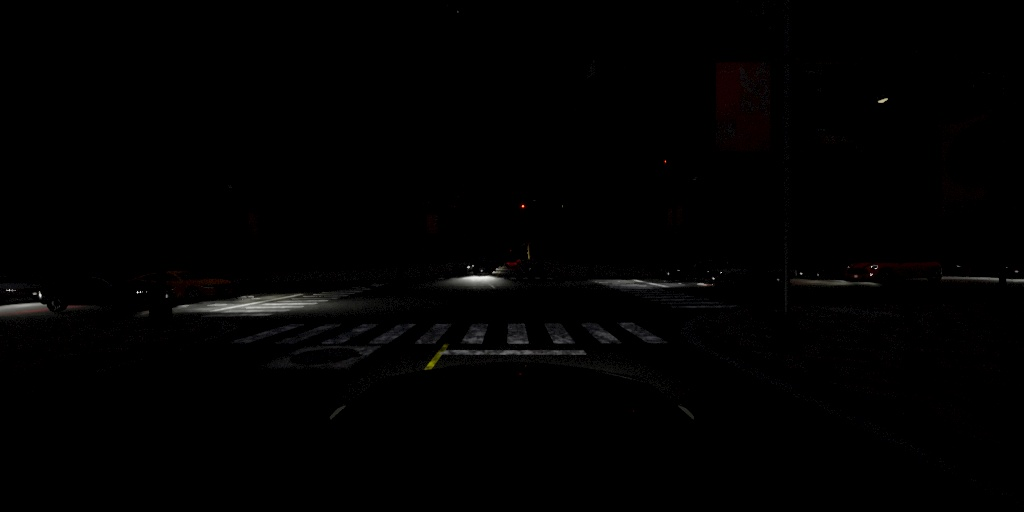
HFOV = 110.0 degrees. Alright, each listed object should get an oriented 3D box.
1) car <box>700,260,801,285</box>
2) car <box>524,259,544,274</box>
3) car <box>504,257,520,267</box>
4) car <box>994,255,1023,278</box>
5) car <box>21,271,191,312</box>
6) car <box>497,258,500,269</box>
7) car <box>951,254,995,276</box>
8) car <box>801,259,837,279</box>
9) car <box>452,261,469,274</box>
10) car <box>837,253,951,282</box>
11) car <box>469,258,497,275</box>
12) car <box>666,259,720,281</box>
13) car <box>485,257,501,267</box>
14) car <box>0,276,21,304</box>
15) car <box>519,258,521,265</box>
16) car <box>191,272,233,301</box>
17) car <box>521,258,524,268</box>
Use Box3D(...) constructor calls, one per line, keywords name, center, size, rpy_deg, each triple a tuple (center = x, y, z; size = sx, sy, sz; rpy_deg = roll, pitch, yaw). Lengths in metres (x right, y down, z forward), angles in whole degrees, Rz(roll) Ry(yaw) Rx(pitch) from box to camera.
Box3D(name="car", center=(14.831, 1.059, 22.489), size=(4.718, 1.301, 1.895), rpy_deg=(-1, 0, 0))
Box3D(name="car", center=(2.740, 1.305, 41.206), size=(2.007, 1.370, 4.403), rpy_deg=(0, 0, 0))
Box3D(name="car", center=(-0.035, 1.365, 64.875), size=(1.895, 1.301, 4.718), rpy_deg=(0, 0, 0))
Box3D(name="car", center=(33.985, 0.651, 22.501), size=(4.674, 1.442, 1.812), rpy_deg=(-1, 0, 0))
Box3D(name="car", center=(-17.624, 1.546, 15.751), size=(4.902, 1.511, 2.128), rpy_deg=(-1, 0, 2))
Box3D(name="car", center=(-3.156, 1.305, 48.995), size=(2.033, 1.411, 5.357), rpy_deg=(0, 0, 0))
Box3D(name="car", center=(33.228, 0.611, 25.755), size=(5.008, 1.535, 1.882), rpy_deg=(-1, 0, 0))
Box3D(name="car", center=(22.960, 0.911, 25.750), size=(4.718, 1.301, 1.895), rpy_deg=(-1, 0, 0))
Box3D(name="car", center=(-5.785, 1.305, 41.169), size=(2.007, 1.370, 4.403), rpy_deg=(0, 0, 0))
Box3D(name="car", center=(23.806, 0.652, 22.499), size=(4.553, 1.767, 2.097), rpy_deg=(-1, 0, 0))
Box3D(name="car", center=(-3.110, 1.246, 39.137), size=(2.128, 1.511, 4.902), rpy_deg=(0, 0, 0))
Box3D(name="car", center=(13.693, 0.965, 25.748), size=(4.902, 1.511, 2.128), rpy_deg=(-1, 0, 0))
Box3D(name="car", center=(-3.191, 1.287, 58.933), size=(1.812, 1.442, 4.674), rpy_deg=(0, 0, 0))
Box3D(name="car", center=(-27.620, 1.763, 18.979), size=(4.674, 1.442, 1.812), rpy_deg=(-1, 0, 0))
Box3D(name="car", center=(2.664, 1.311, 57.539), size=(2.007, 1.370, 4.403), rpy_deg=(0, 0, 0))
Box3D(name="car", center=(-17.646, 1.528, 18.995), size=(5.008, 1.535, 1.882), rpy_deg=(-1, 0, 2))
Box3D(name="car", center=(2.689, 1.304, 52.094), size=(1.888, 1.381, 4.507), rpy_deg=(0, 0, 0))
